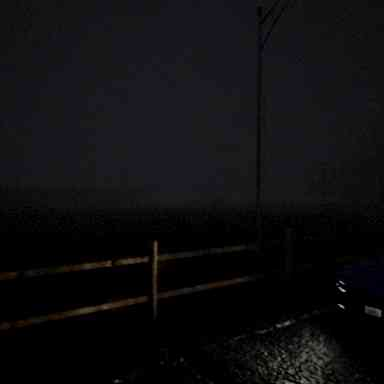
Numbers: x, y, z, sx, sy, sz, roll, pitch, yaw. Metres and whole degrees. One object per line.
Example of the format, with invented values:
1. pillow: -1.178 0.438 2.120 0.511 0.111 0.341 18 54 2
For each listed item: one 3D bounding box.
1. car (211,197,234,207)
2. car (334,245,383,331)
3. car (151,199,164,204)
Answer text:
1. car: 6.119 2.098 67.659 2.150 2.045 5.566 1 -1 -36
2. car: 4.767 1.554 6.474 5.008 1.535 1.882 1 0 -35
3. car: -9.685 2.651 94.042 1.837 1.490 4.892 1 -1 -36
